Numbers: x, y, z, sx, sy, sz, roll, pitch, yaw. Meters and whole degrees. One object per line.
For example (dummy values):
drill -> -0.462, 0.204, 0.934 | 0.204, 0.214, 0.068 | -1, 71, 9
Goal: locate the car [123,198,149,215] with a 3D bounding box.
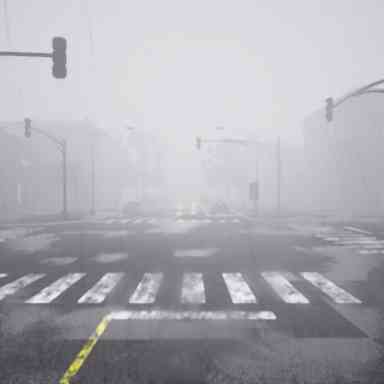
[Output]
car -> -5.678, 1.560, 32.802 | 1.802, 1.307, 4.206 | 0, 0, 0

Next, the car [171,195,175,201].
car -> -5.655, 1.509, 82.718 | 1.947, 1.339, 4.313 | 0, 0, 0

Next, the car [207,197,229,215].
car -> 2.702, 1.504, 32.968 | 1.752, 1.417, 4.829 | -1, 0, 0

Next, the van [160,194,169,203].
van -> -5.667, 1.300, 60.533 | 1.690, 1.788, 3.998 | 0, 0, 0

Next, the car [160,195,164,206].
car -> -5.671, 1.512, 49.441 | 1.887, 1.381, 4.507 | 0, 0, 0

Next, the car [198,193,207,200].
car -> 2.726, 1.255, 88.261 | 2.192, 1.841, 5.009 | 0, 0, 0

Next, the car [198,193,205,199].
car -> 2.723, 1.514, 77.168 | 1.947, 1.339, 4.313 | 0, 0, 0

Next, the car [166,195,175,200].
car -> -5.652, 1.484, 88.265 | 1.887, 1.381, 4.507 | 0, 0, 0

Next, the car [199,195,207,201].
car -> 2.726, 1.489, 82.715 | 1.887, 1.381, 4.507 | 0, 0, 0

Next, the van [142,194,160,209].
van -> -5.674, 1.312, 43.894 | 1.690, 1.788, 3.998 | 0, 0, 0

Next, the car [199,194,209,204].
car -> 2.716, 1.510, 60.529 | 2.008, 1.369, 4.403 | -1, 0, 0

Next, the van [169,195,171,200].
van -> -5.664, 1.296, 66.079 | 1.690, 1.788, 3.998 | 0, 0, 0

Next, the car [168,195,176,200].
car -> -5.650, 1.517, 93.811 | 1.802, 1.307, 4.206 | 0, 0, 0
